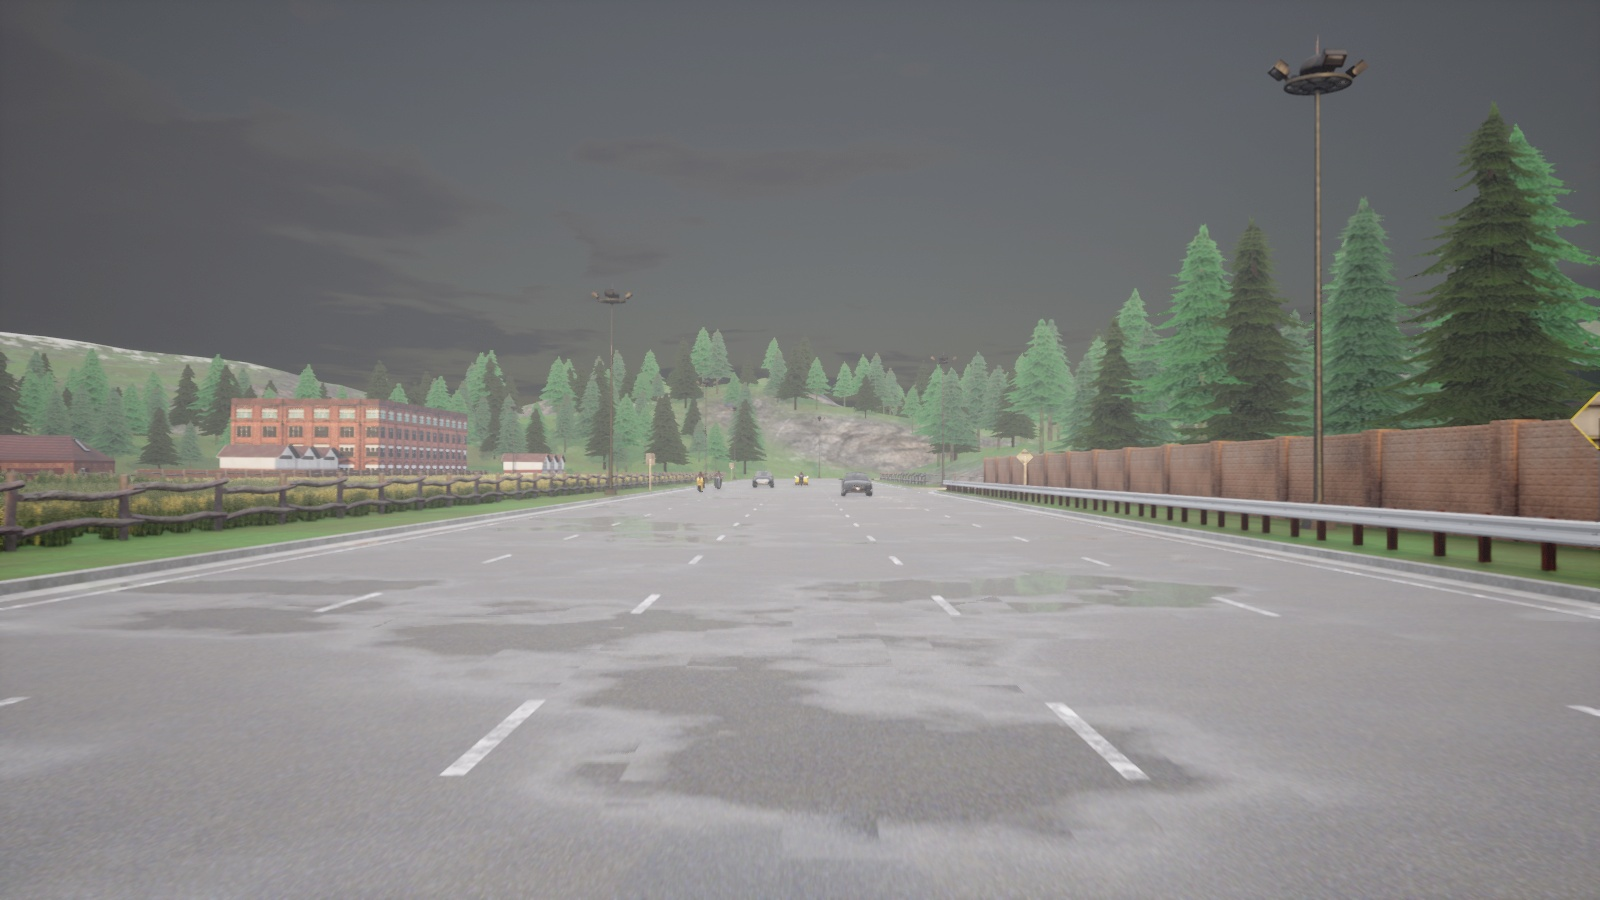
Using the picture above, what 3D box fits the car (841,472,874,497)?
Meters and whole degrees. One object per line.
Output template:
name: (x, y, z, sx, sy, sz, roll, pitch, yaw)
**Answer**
car: (3.529, 2.110, 77.914, 1.837, 1.490, 4.892, 0, -1, 0)
